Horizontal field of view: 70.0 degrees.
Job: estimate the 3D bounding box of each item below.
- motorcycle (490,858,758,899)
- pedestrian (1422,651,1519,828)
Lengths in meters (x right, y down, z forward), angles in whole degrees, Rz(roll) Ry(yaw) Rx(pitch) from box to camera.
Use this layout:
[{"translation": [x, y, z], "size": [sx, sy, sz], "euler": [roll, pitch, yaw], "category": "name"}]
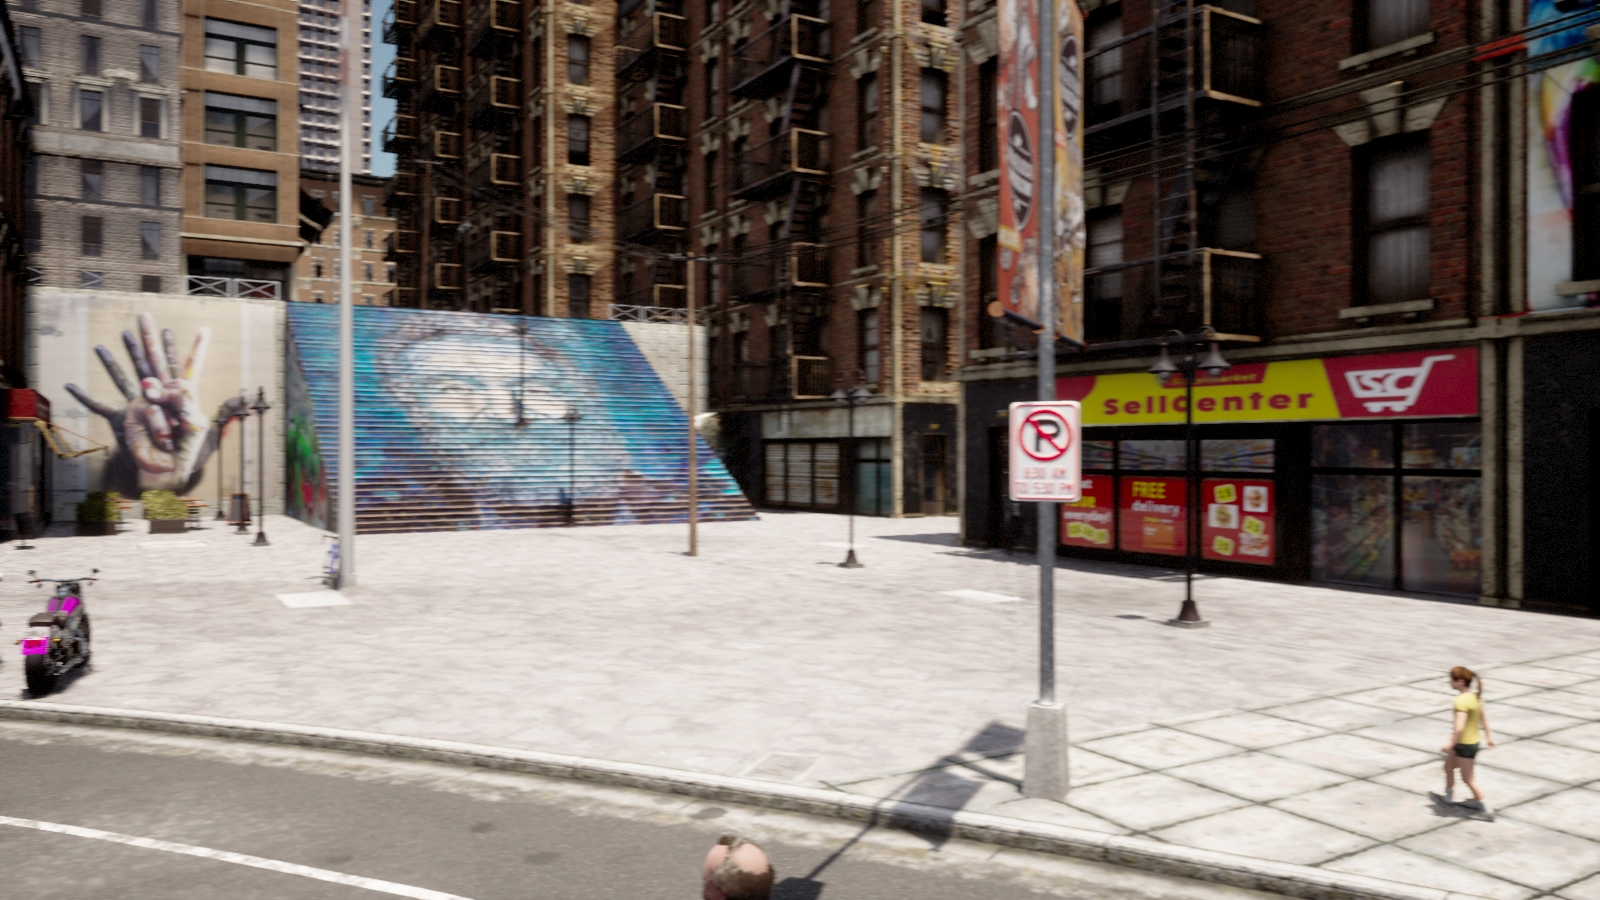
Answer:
[{"translation": [-0.277, 2.178, 3.539], "size": [1.805, 1.236, 0.856], "euler": [0, 0, 30], "category": "motorcycle"}, {"translation": [4.837, 2.063, 8.244], "size": [0.500, 1.100, 0.500], "euler": [0, 0, 45], "category": "pedestrian"}]
